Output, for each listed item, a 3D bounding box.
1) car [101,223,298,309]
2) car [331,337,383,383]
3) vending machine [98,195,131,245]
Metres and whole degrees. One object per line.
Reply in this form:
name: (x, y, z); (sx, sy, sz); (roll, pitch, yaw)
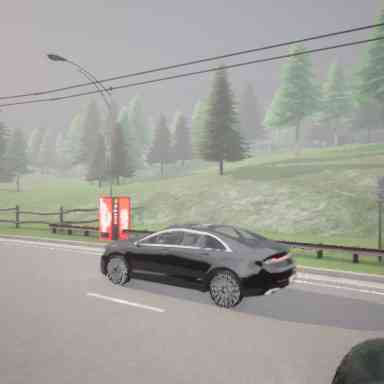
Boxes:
car: (-0.058, 1.492, 7.869); (4.902, 1.511, 2.128); (0, 0, 33)
car: (2.843, 1.563, 1.691); (4.181, 1.385, 1.994); (0, 0, 36)
vending machine: (-3.417, 1.195, 14.712); (0.880, 2.100, 1.100); (0, 0, 29)
